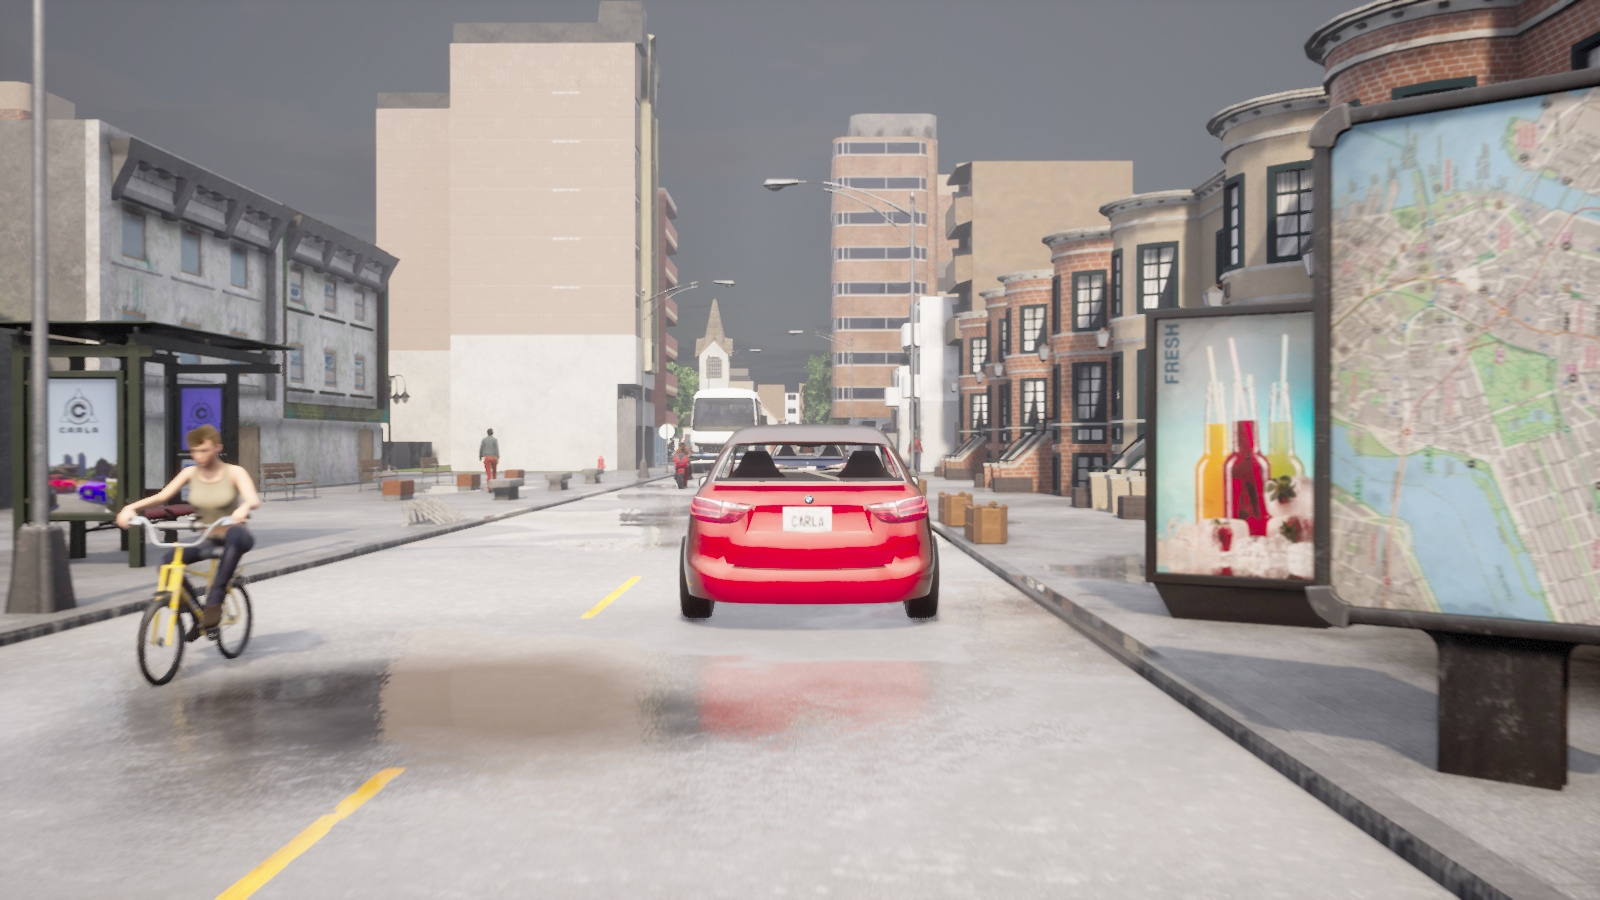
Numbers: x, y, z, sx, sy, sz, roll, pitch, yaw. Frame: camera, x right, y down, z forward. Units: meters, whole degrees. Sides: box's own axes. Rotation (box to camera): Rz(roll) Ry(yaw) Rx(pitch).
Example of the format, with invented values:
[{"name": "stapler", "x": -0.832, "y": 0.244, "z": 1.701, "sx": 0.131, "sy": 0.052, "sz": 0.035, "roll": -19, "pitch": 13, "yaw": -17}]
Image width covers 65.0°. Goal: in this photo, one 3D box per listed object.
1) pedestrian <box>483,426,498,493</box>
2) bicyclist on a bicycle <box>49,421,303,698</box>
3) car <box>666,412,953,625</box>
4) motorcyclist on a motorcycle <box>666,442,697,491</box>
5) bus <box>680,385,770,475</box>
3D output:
[{"name": "pedestrian", "x": -8.551, "y": 0.254, "z": 34.655, "sx": 0.353, "sy": 1.847, "sz": 0.614, "roll": 0, "pitch": 0, "yaw": -9}, {"name": "bicyclist on a bicycle", "x": -3.933, "y": 0.634, "z": 8.064, "sx": 0.866, "sy": 1.612, "sz": 1.509, "roll": 0, "pitch": 0, "yaw": 1}, {"name": "car", "x": 0.086, "y": 0.522, "z": 12.125, "sx": 2.242, "sy": 1.667, "sz": 4.611, "roll": 0, "pitch": 0, "yaw": 0}, {"name": "motorcyclist on a motorcycle", "x": -3.755, "y": 0.500, "z": 40.038, "sx": 0.797, "sy": 1.523, "sz": 2.044, "roll": 0, "pitch": 0, "yaw": 0}, {"name": "bus", "x": -3.657, "y": -0.996, "z": 64.520, "sx": 3.944, "sy": 4.253, "sz": 10.273, "roll": 0, "pitch": 0, "yaw": 0}]
